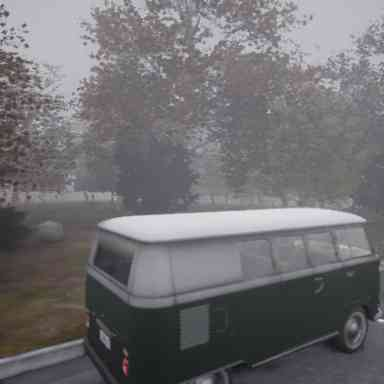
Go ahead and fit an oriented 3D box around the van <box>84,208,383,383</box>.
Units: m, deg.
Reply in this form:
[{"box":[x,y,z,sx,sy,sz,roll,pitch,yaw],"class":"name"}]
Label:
[{"box":[0.909,1.259,4.674,4.442,1.987,1.878,0,1,-33],"class":"van"}]
